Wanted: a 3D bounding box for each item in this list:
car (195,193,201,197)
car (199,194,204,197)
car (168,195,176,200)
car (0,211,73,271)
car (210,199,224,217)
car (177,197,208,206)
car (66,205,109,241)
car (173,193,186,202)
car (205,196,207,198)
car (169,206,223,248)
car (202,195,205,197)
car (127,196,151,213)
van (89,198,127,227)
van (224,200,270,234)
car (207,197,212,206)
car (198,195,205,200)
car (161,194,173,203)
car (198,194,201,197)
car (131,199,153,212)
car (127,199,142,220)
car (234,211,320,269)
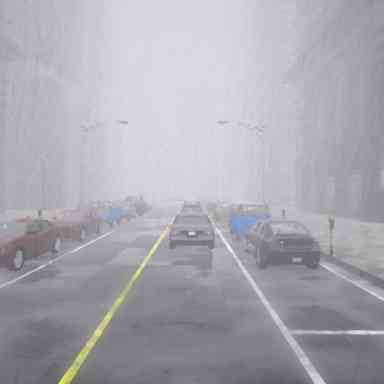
[{"bbox_3d":[2.387,1.392,79.772,2.097,1.767,4.553,0,0,0],"label":"car"},{"bbox_3d":[2.762,1.587,61.504,1.947,1.339,4.313,0,0,0],"label":"car"},{"bbox_3d":[-5.763,1.617,95.200,1.947,1.339,4.313,0,0,0],"label":"car"},{"bbox_3d":[-5.762,1.544,10.924,1.887,1.381,4.507,0,0,0],"label":"car"},{"bbox_3d":[2.763,1.529,27.961,1.752,1.417,4.829,0,0,0],"label":"car"},{"bbox_3d":[0.000,1.501,29.650,2.128,1.511,4.902,0,0,0],"label":"car"},{"bbox_3d":[-5.762,1.545,16.542,1.887,1.381,4.507,0,0,0],"label":"car"},{"bbox_3d":[-3.000,1.545,75.956,1.994,1.385,4.181,0,0,0],"label":"car"},{"bbox_3d":[2.763,1.591,44.647,1.802,1.307,4.206,0,0,0],"label":"car"},{"bbox_3d":[0.000,1.564,14.650,2.033,1.411,5.357,0,0,0],"label":"car"},{"bbox_3d":[2.763,1.538,50.436,1.752,1.417,4.829,0,0,0],"label":"car"},{"bbox_3d":[-5.762,1.321,33.398,2.192,1.841,5.009,0,0,0],"label":"car"},{"bbox_3d":[-5.762,1.343,22.161,1.690,1.788,3.998,0,0,0],"label":"van"},{"bbox_3d":[2.763,1.342,16.554,1.690,1.788,3.998,0,0,0],"label":"van"},{"bbox_3d":[2.763,1.589,39.029,1.802,1.307,4.206,0,0,0],"label":"car"},{"bbox_3d":[2.762,1.602,95.217,2.008,1.369,4.403,0,0,0],"label":"car"},{"bbox_3d":[-5.763,1.613,72.726,1.802,1.307,4.206,0,0,0],"label":"car"},{"bbox_3d":[2.762,1.571,67.123,1.887,1.381,4.507,0,0,0],"label":"car"},{"bbox_3d":[-5.762,1.532,38.846,1.752,1.417,4.829,0,0,0],"label":"car"},{"bbox_3d":[-5.762,1.555,27.779,2.008,1.369,4.403,0,0,0],"label":"car"},{"bbox_3d":[2.763,1.550,10.935,2.008,1.369,4.403,0,0,0],"label":"car"}]
